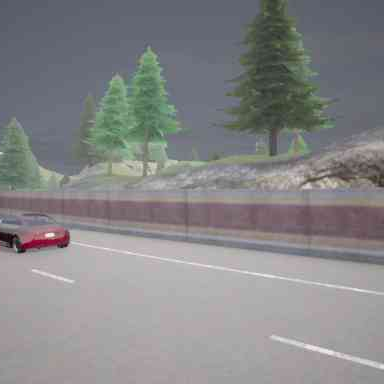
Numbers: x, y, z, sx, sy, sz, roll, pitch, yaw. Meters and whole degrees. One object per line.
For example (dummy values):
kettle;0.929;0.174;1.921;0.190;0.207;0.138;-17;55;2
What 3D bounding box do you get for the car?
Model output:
car;-6.802;1.570;13.667;4.181;1.385;1.994;0;0;41
